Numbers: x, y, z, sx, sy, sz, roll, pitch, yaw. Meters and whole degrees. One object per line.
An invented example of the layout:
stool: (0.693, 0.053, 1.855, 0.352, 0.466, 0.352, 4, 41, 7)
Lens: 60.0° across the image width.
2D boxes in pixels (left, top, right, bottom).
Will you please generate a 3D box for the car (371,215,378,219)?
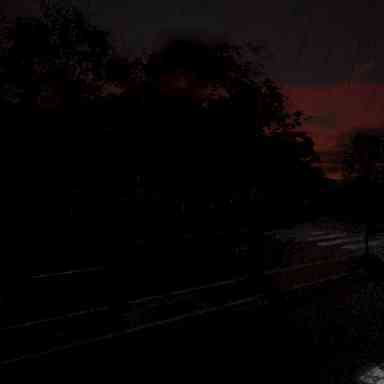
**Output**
car: (33.550, 4.122, 58.681, 4.892, 1.490, 1.837, 3, -3, 1)
